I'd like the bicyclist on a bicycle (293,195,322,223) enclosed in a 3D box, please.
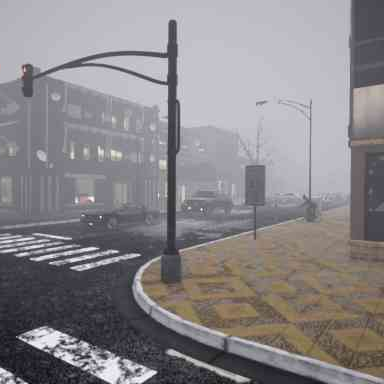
[{"bbox_3d":[6.785,1.003,19.589,1.656,1.620,0.582,0,1,35],"label":"bicyclist on a bicycle"}]

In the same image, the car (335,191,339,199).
[{"bbox_3d":[18.538,0.788,46.308,1.895,1.301,4.718,1,1,35],"label":"car"}]

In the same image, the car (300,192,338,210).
[{"bbox_3d":[12.658,0.993,33.059,2.008,1.369,4.403,2,2,35],"label":"car"}]

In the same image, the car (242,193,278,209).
[{"bbox_3d":[7.088,1.014,35.379,1.895,1.301,4.718,1,1,35],"label":"car"}]

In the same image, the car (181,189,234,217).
[{"bbox_3d":[1.379,0.798,27.130,2.150,2.045,5.566,1,1,35],"label":"car"}]

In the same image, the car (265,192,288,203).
[{"bbox_3d":[12.109,0.767,47.234,1.802,1.307,4.206,2,2,35],"label":"car"}]

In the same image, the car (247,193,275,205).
[{"bbox_3d":[8.870,0.821,42.612,1.887,1.381,4.507,2,2,35],"label":"car"}]

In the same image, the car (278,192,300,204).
[{"bbox_3d":[12.961,0.771,43.792,1.812,1.442,4.674,1,1,34],"label":"car"}]

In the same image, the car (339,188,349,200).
[{"bbox_3d":[24.218,0.572,54.545,2.033,1.411,5.357,1,1,36],"label":"car"}]

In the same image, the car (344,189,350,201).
[{"bbox_3d":[25.417,0.619,51.680,1.887,1.381,4.507,2,2,35],"label":"car"}]

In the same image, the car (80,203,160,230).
[{"bbox_3d":[-4.062,1.334,19.289,1.895,1.301,4.718,1,1,35],"label":"car"}]
